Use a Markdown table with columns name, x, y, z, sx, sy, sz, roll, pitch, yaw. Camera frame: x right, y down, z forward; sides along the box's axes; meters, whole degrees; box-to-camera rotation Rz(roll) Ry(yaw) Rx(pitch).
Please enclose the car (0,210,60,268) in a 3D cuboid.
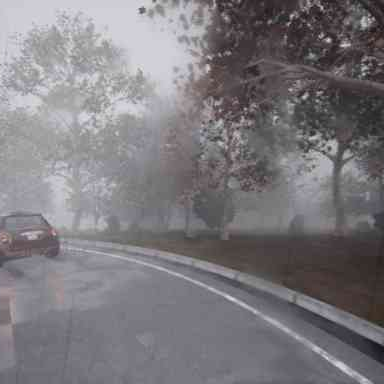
| name | x | y | z | sx | sy | sz | roll | pitch | yaw |
| --- | --- | --- | --- | --- | --- | --- | --- | --- | --- |
| car | -6.785 | 1.499 | 11.978 | 4.553 | 1.767 | 2.097 | -1 | 0 | 38 |
